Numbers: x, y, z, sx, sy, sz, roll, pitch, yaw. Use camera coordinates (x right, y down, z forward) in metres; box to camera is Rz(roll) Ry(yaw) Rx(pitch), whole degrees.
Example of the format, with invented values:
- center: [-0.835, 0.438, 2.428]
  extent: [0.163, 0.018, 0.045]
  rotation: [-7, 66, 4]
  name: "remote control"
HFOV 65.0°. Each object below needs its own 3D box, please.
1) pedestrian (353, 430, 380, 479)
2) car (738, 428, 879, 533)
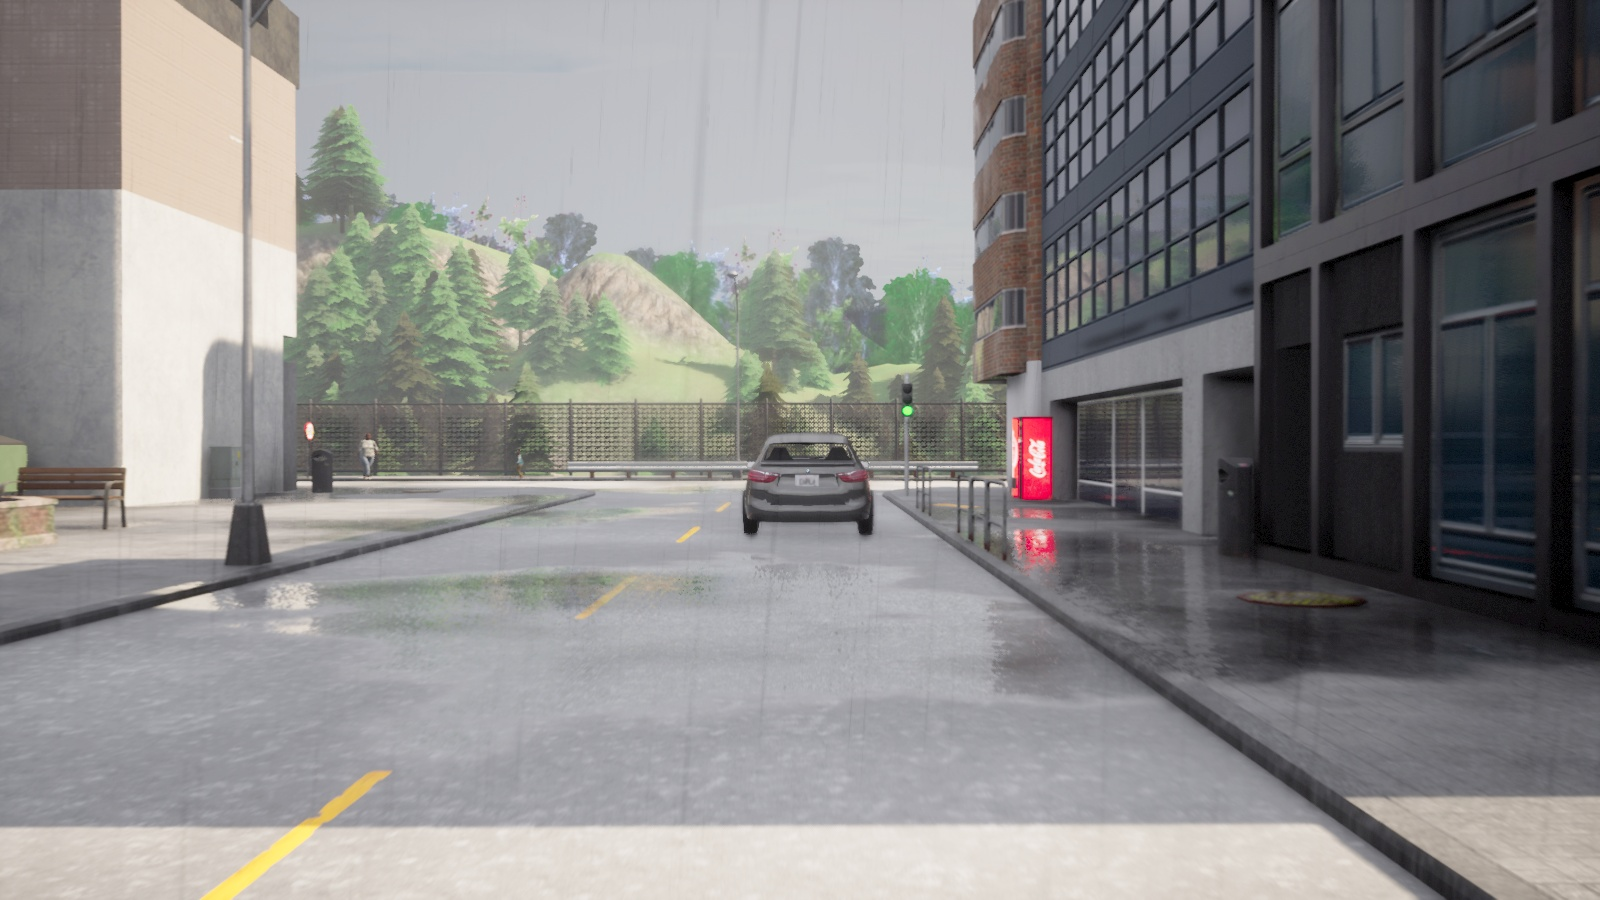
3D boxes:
- center: [-16.908, 0.170, 48.954]
  extent: [0.874, 1.855, 0.900]
  rotation: [0, 0, -29]
  name: "pedestrian"
- center: [0.141, 0.465, 22.282]
  extent: [2.242, 1.667, 4.611]
  rotation: [0, 0, 0]
  name: "car"
